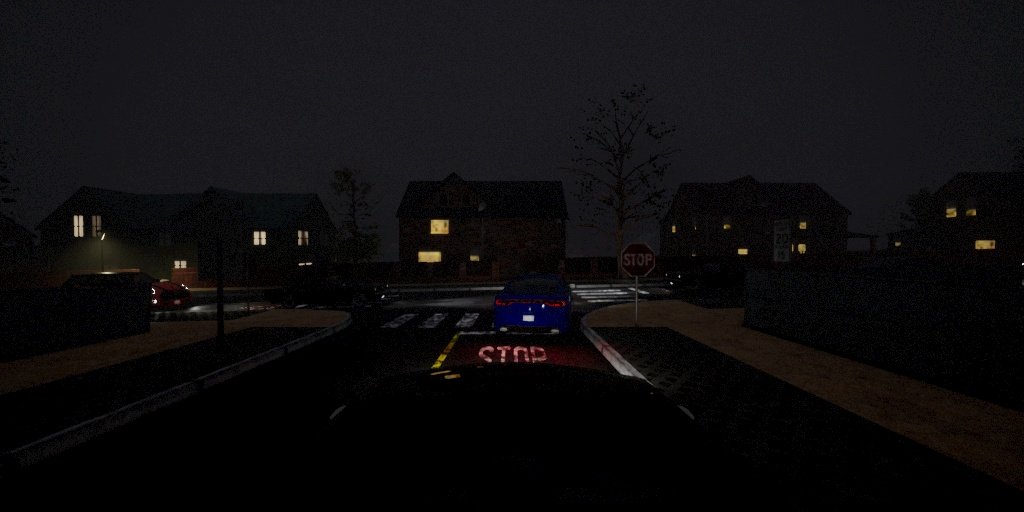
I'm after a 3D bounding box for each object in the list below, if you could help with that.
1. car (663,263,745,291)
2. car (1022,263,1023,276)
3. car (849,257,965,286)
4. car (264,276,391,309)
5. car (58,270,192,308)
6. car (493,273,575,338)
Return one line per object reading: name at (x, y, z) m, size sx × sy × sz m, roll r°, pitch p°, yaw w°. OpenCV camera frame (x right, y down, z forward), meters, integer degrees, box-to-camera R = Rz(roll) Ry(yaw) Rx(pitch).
car at (10.412, 1.034, 18.505) m, size 4.718 × 1.301 × 1.895 m, roll -1°, pitch 1°, yaw -1°
car at (29.567, 0.335, 18.533) m, size 4.553 × 1.767 × 2.097 m, roll -1°, pitch 1°, yaw 0°
car at (20.057, 0.753, 18.541) m, size 5.357 × 1.411 × 2.033 m, roll -1°, pitch 1°, yaw 0°
car at (-7.810, 1.506, 15.579) m, size 4.718 × 1.301 × 1.895 m, roll -1°, pitch 1°, yaw 0°
car at (-16.798, 1.472, 15.572) m, size 4.553 × 1.767 × 2.097 m, roll -1°, pitch 1°, yaw 0°
car at (0.787, 1.227, 10.371) m, size 1.882 × 1.535 × 5.008 m, roll 0°, pitch 0°, yaw 10°
